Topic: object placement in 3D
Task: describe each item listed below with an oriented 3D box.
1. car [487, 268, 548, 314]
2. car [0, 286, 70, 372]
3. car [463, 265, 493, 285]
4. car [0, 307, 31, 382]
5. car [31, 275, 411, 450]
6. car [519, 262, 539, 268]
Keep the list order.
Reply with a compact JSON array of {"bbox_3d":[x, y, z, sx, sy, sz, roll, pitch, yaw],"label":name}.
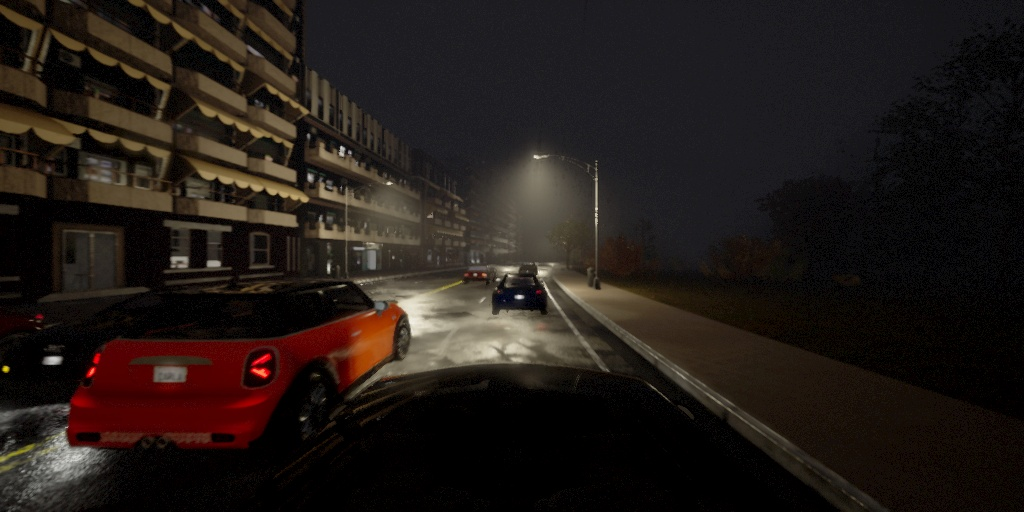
[{"bbox_3d":[0.310,1.339,13.925,1.994,1.385,4.181,0,0,2],"label":"car"},{"bbox_3d":[-9.784,1.299,5.018,1.994,1.385,4.181,0,0,1],"label":"car"},{"bbox_3d":[-2.354,1.344,26.945,2.033,1.411,5.357,0,0,4],"label":"car"},{"bbox_3d":[-6.500,1.310,7.097,1.994,1.385,4.181,0,0,1],"label":"car"},{"bbox_3d":[-3.086,1.101,5.378,2.097,1.767,4.553,0,0,0],"label":"car"},{"bbox_3d":[1.804,1.334,38.840,2.128,1.511,4.902,0,0,5],"label":"car"}]
